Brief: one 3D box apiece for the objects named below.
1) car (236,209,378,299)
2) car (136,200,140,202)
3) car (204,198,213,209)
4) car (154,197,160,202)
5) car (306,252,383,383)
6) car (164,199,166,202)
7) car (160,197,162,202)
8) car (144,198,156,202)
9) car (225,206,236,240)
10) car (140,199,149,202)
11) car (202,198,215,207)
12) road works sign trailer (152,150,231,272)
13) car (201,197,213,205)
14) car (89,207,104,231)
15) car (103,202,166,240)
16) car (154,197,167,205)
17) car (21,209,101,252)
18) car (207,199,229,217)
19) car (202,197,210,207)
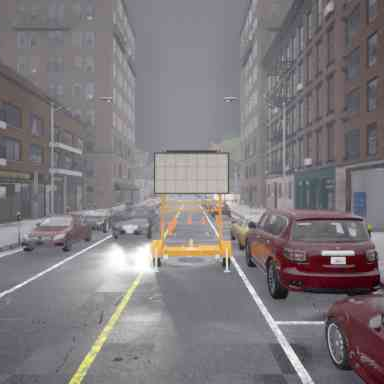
[{"bbox_3d":[2.627,1.315,8.368,2.192,1.841,5.009,0,0,0],"label":"car"},{"bbox_3d":[-5.419,1.545,24.908,1.887,1.381,4.507,0,0,0],"label":"car"},{"bbox_3d":[2.591,1.584,35.958,1.802,1.307,4.206,0,0,0],"label":"car"},{"bbox_3d":[-5.441,1.446,41.463,1.967,1.590,4.097,0,0,0],"label":"car"},{"bbox_3d":[2.634,1.582,2.849,1.802,1.307,4.206,0,0,0],"label":"car"},{"bbox_3d":[-5.456,1.454,52.501,1.967,1.590,4.097,0,0,0],"label":"car"},{"bbox_3d":[-5.448,1.535,46.812,1.752,1.417,4.829,0,0,0],"label":"car"},{"bbox_3d":[-5.434,1.553,35.944,2.008,1.369,4.403,0,0,0],"label":"car"},{"bbox_3d":[2.616,1.525,14.054,1.752,1.417,4.829,0,0,0],"label":"car"},{"bbox_3d":[-5.426,1.567,30.426,1.947,1.339,4.313,0,0,0],"label":"car"},{"bbox_3d":[2.570,1.596,52.513,1.802,1.307,4.206,0,0,0],"label":"car"},{"bbox_3d":[-0.014,0.464,10.731,2.380,3.560,2.880,0,0,0],"label":"road works sign trailer"},{"bbox_3d":[2.563,1.584,58.032,1.947,1.339,4.313,0,0,0],"label":"car"},{"bbox_3d":[-5.412,1.551,19.389,2.008,1.369,4.403,0,0,0],"label":"car"},{"bbox_3d":[-2.770,1.491,17.238,2.128,1.511,4.902,0,0,0],"label":"car"},{"bbox_3d":[-5.463,1.600,58.020,1.802,1.307,4.206,0,0,0],"label":"car"},{"bbox_3d":[-5.405,1.582,13.869,1.802,1.307,4.206,0,0,0],"label":"car"},{"bbox_3d":[2.599,1.583,30.441,1.802,1.307,4.206,0,0,0],"label":"car"},{"bbox_3d":[2.584,1.531,41.647,1.752,1.417,4.829,0,0,0],"label":"car"}]
